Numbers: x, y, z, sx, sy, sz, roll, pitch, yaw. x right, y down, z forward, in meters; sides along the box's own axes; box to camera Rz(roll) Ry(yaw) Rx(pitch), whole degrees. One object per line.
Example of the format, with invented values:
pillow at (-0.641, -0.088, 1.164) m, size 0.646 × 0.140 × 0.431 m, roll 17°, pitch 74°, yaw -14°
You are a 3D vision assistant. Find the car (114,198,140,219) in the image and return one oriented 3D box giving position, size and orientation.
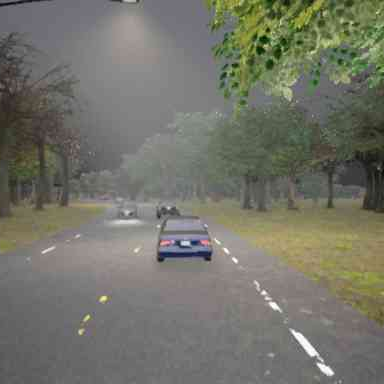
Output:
car at (-6.014, 1.647, 31.354) m, size 2.128 × 1.511 × 4.902 m, roll 0°, pitch 0°, yaw -8°

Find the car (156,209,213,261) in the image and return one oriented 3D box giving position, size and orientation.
car at (-0.341, 1.592, 12.448) m, size 2.033 × 1.411 × 5.357 m, roll 0°, pitch 0°, yaw -3°

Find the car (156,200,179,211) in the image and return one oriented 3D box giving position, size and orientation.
car at (-2.408, 1.505, 32.150) m, size 2.097 × 1.767 × 4.553 m, roll 0°, pitch 0°, yaw -8°
